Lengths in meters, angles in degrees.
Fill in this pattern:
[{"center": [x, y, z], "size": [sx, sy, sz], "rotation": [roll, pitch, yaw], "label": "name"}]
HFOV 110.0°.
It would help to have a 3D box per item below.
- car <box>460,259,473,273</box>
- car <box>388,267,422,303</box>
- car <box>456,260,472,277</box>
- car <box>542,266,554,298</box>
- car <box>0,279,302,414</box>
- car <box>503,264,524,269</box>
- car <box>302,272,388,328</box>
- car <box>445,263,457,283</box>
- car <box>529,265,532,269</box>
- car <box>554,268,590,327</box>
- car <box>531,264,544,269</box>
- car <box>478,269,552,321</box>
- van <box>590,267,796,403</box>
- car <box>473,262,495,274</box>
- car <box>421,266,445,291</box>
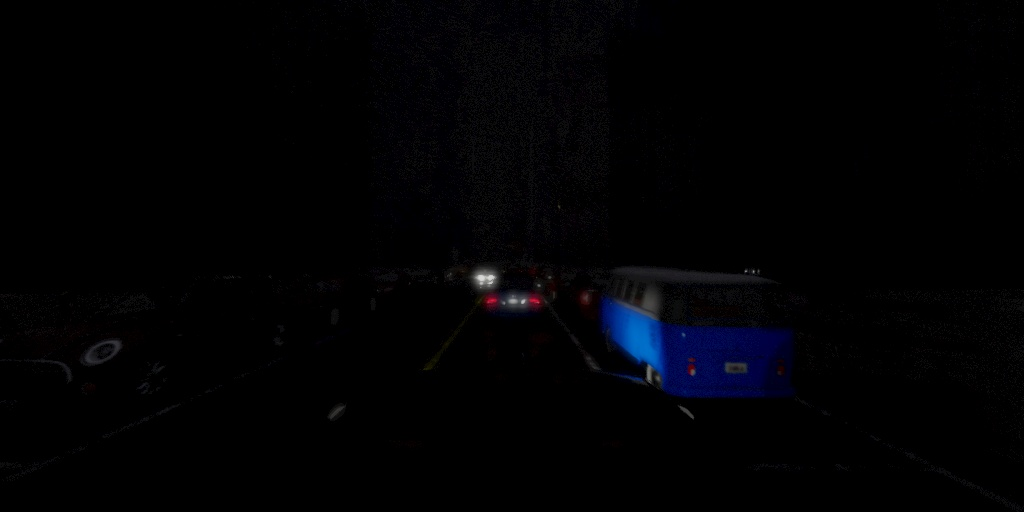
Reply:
[{"center": [-5.778, 1.295, 44.365], "size": [2.192, 1.841, 5.009], "rotation": [0, 0, 0], "label": "car"}, {"center": [-5.830, 1.392, 17.071], "size": [1.802, 1.307, 4.207], "rotation": [0, 0, 0], "label": "car"}, {"center": [-5.789, 1.466, 38.736], "size": [1.751, 1.417, 4.829], "rotation": [0, 0, 0], "label": "car"}, {"center": [2.696, 1.356, 17.050], "size": [1.888, 1.381, 4.507], "rotation": [0, 0, 0], "label": "car"}, {"center": [-5.851, 1.204, 6.154], "size": [1.967, 1.591, 4.097], "rotation": [0, 0, 0], "label": "car"}, {"center": [0.129, 1.421, 32.110], "size": [1.812, 1.442, 4.674], "rotation": [0, 0, 0], "label": "car"}, {"center": [-5.840, 1.331, 11.613], "size": [1.888, 1.381, 4.507], "rotation": [0, 0, 0], "label": "car"}, {"center": [-5.809, 1.435, 27.989], "size": [1.948, 1.339, 4.313], "rotation": [0, 0, 0], "label": "car"}, {"center": [2.737, 1.486, 38.887], "size": [1.888, 1.381, 4.507], "rotation": [0, 0, 0], "label": "car"}, {"center": [2.685, 1.226, 11.591], "size": [1.967, 1.591, 4.097], "rotation": [0, 0, 0], "label": "car"}, {"center": [2.716, 1.452, 27.969], "size": [1.802, 1.307, 4.207], "rotation": [0, 0, 0], "label": "car"}, {"center": [0.062, 1.339, 12.648], "size": [2.033, 1.411, 5.357], "rotation": [0, 0, 1], "label": "car"}, {"center": [2.675, 1.106, 6.132], "size": [1.690, 1.789, 3.998], "rotation": [0, 0, 0], "label": "van"}, {"center": [-2.993, 1.461, 42.817], "size": [2.128, 1.511, 4.902], "rotation": [0, -1, 0], "label": "car"}, {"center": [-5.819, 1.389, 22.530], "size": [2.007, 1.370, 4.403], "rotation": [0, 0, 0], "label": "car"}]
